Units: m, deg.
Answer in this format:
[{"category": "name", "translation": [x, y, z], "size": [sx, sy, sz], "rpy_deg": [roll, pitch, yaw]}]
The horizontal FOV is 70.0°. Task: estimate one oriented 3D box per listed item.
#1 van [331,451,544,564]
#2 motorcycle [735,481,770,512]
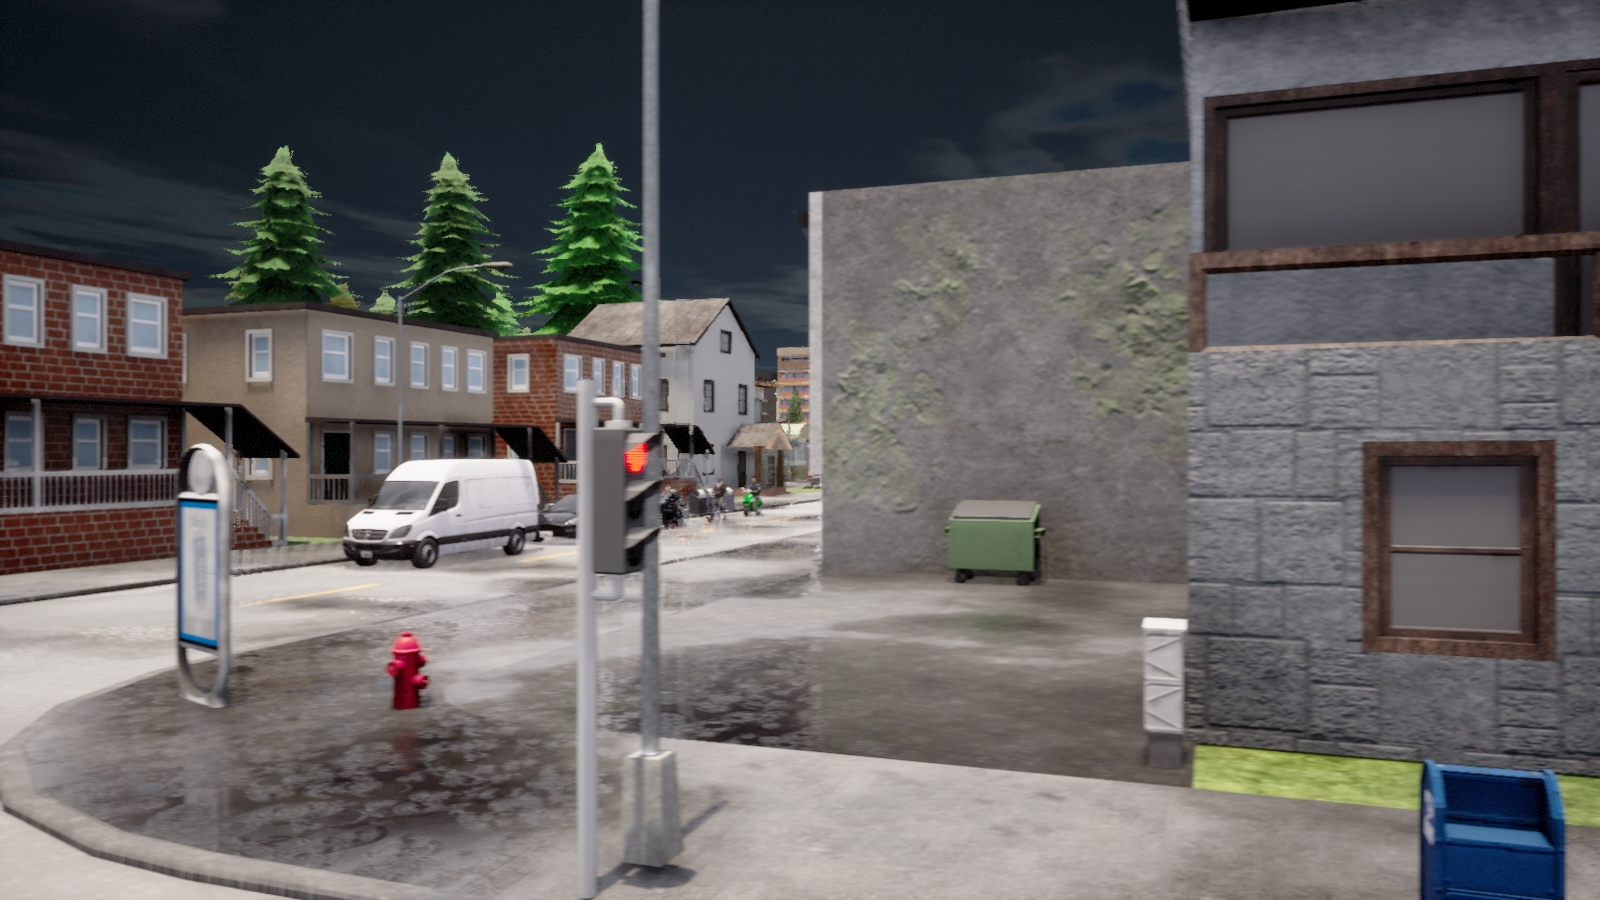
[{"category": "van", "translation": [-9.024, 1.314, 29.156], "size": [1.988, 2.561, 5.915], "rpy_deg": [0, 0, 20]}, {"category": "motorcycle", "translation": [-1.995, 1.961, 48.461], "size": [0.856, 1.236, 1.805], "rpy_deg": [0, -1, 20]}]
